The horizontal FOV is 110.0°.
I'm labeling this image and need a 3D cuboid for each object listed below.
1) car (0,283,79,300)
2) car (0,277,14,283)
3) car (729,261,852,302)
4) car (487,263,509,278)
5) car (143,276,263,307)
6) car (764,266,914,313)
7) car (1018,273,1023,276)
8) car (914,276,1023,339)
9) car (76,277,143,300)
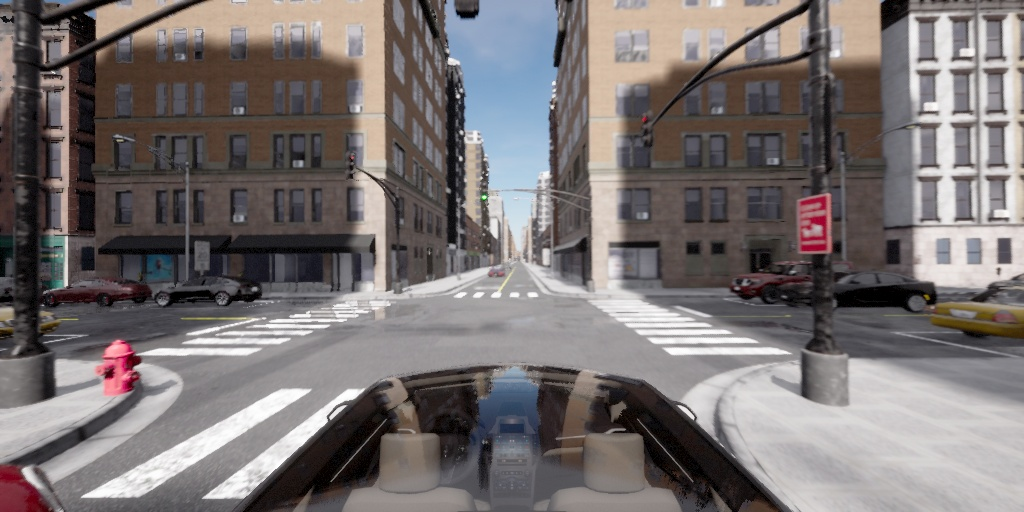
[{"bbox_3d":[-14.181,1.503,8.843,4.829,1.417,1.751,0,0,1],"label":"car"},{"bbox_3d":[-24.968,1.700,17.132,4.313,1.339,1.948,0,0,1],"label":"car"},{"bbox_3d":[12.728,1.134,16.216,5.009,1.841,2.192,0,0,1],"label":"car"},{"bbox_3d":[-1.775,1.891,42.501,1.994,1.385,4.181,0,0,1],"label":"car"},{"bbox_3d":[-14.146,1.611,16.869,4.313,1.339,1.948,0,0,1],"label":"car"},{"bbox_3d":[12.928,1.273,13.676,5.008,1.535,1.882,0,0,2],"label":"car"},{"bbox_3d":[24.081,1.288,15.942,4.313,1.339,1.948,0,0,1],"label":"car"},{"bbox_3d":[12.694,1.277,8.190,4.829,1.417,1.751,0,0,1],"label":"car"},{"bbox_3d":[-19.557,1.672,17.000,4.207,1.307,1.802,0,0,1],"label":"car"}]
